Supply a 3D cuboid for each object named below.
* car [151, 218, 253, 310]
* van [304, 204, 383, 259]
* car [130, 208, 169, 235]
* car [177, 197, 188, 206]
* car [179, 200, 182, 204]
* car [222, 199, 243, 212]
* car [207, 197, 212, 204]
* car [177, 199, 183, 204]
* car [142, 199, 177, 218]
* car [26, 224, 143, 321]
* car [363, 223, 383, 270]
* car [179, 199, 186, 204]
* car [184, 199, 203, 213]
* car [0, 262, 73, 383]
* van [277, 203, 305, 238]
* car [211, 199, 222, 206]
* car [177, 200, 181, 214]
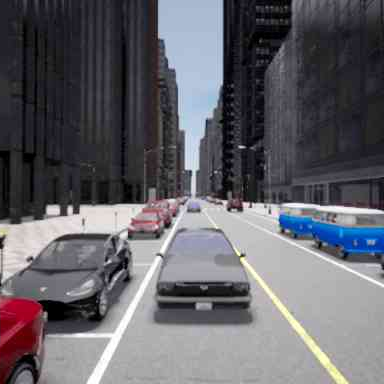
[{"bbox_3d":[0.205,1.638,8.475,2.033,1.411,5.357,0,-1,0],"label":"car"},{"bbox_3d":[6.058,1.503,13.113,1.690,1.788,3.998,0,-1,0],"label":"van"},{"bbox_3d":[-2.480,1.770,18.694,1.802,1.307,4.206,0,-1,0],"label":"car"},{"bbox_3d":[-2.594,2.097,73.639,2.192,1.841,5.009,0,-1,0],"label":"car"},{"bbox_3d":[-2.527,2.009,41.165,1.802,1.307,4.206,0,-1,0],"label":"car"},{"bbox_3d":[5.987,1.836,46.824,2.192,1.841,5.009,0,-1,0],"label":"car"},{"bbox_3d":[5.894,2.551,90.580,1.887,1.381,4.507,0,-1,0],"label":"car"},{"bbox_3d":[-2.539,2.069,46.784,1.802,1.307,4.206,0,-1,0],"label":"car"},{"bbox_3d":[-2.491,1.562,24.314,2.192,1.841,5.009,0,-1,0],"label":"car"},{"bbox_3d":[-2.456,1.635,7.458,1.947,1.339,4.313,0,-1,0],"label":"car"},{"bbox_3d":[6.069,1.654,7.492,2.008,1.369,4.403,0,-1,0],"label":"car"},{"bbox_3d":[-2.631,2.518,90.545,1.887,1.381,4.507,0,-1,0],"label":"car"},{"bbox_3d":[0.231,1.992,43.896,1.812,1.442,4.674,0,-1,0],"label":"car"},{"bbox_3d":[-2.444,1.556,1.840,1.887,1.381,4.507,0,-1,0],"label":"car"},{"bbox_3d":[6.046,1.562,18.731,1.690,1.788,3.998,0,-1,0],"label":"van"},{"bbox_3d":[5.930,2.367,73.674,2.008,1.369,4.403,0,-1,0],"label":"car"},{"bbox_3d":[-2.515,1.912,35.548,1.887,1.381,4.507,0,-1,0],"label":"car"}]
